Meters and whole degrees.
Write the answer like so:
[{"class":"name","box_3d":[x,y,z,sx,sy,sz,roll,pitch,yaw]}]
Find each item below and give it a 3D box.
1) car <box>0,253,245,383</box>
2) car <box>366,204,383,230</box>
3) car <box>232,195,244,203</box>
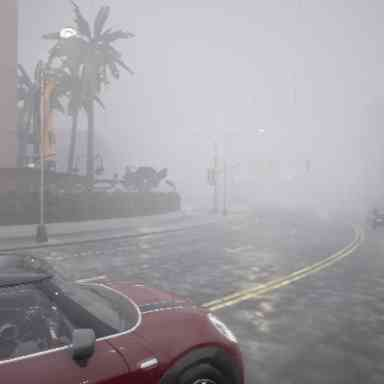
[{"class":"car","box_3d":[-1.682,1.356,2.848,4.553,1.767,2.097,0,0,-36]},{"class":"car","box_3d":[12.610,1.733,21.762,1.895,1.301,4.718,0,0,22]},{"class":"car","box_3d":[10.904,1.814,77.596,2.097,1.535,5.008,0,0,7]}]
